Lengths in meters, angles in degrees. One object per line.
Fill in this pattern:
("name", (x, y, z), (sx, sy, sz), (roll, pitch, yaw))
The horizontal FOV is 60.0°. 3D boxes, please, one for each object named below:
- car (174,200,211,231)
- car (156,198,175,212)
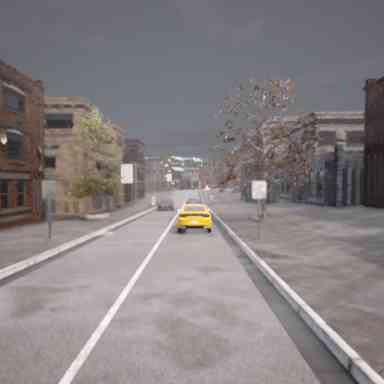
("car", (0.136, 1.467, 20.326), (1.882, 1.535, 5.008), (0, 0, 0))
("car", (-3.012, 1.486, 39.213), (1.837, 1.490, 4.892), (0, 0, 0))
